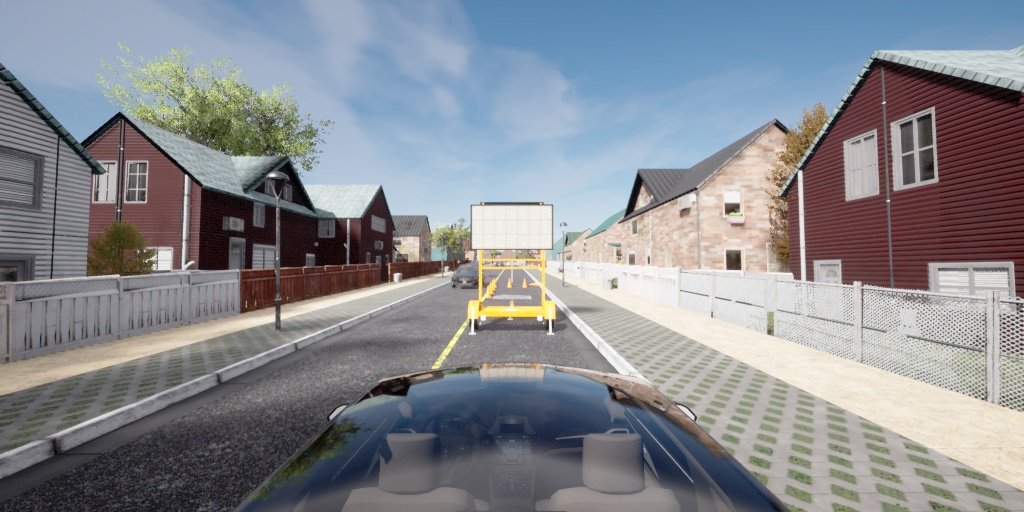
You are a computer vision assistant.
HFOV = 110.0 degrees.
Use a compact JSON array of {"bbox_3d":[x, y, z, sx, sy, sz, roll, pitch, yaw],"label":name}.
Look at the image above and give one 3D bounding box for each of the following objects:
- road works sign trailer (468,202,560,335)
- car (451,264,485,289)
[{"bbox_3d":[0.001,0.227,10.564,2.380,3.560,2.880,0,0,1],"label":"road works sign trailer"},{"bbox_3d":[-2.838,1.311,23.959,1.837,1.490,4.892,0,0,0],"label":"car"}]
